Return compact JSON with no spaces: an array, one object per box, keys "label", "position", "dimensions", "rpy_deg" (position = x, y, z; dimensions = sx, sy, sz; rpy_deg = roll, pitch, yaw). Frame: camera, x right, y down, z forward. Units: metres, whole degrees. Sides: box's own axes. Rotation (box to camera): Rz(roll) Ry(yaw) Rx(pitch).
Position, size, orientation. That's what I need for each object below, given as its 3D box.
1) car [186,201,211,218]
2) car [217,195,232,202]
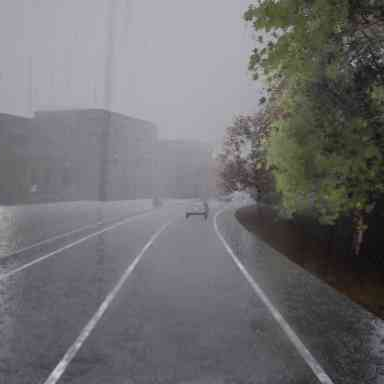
[{"label":"car","position":[0.577,1.453,29.124],"dimensions":[2.033,1.411,5.357],"rpy_deg":[0,0,6]},{"label":"car","position":[6.446,1.273,65.395],"dimensions":[2.033,1.411,5.357],"rpy_deg":[2,1,22]}]
